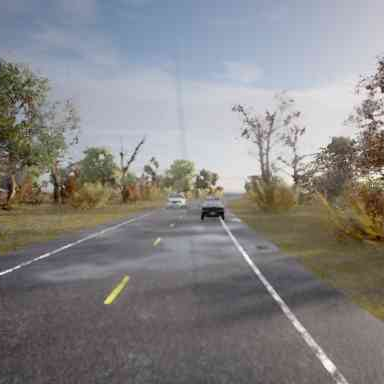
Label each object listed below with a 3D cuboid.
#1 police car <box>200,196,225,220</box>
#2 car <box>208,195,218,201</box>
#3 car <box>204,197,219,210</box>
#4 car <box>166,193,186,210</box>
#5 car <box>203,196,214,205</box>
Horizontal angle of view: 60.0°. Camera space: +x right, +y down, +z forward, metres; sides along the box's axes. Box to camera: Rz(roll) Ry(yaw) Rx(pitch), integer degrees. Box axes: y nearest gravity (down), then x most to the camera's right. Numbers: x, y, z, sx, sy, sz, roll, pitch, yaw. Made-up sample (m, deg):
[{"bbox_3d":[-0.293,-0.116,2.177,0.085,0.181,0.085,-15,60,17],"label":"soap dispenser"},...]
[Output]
[{"bbox_3d":[1.697,1.393,27.731,1.930,1.638,5.238,0,0,3],"label":"police car"},{"bbox_3d":[5.149,1.409,79.933,2.128,1.511,4.902,0,0,8],"label":"car"},{"bbox_3d":[2.618,1.445,43.524,1.882,1.535,5.008,0,0,4],"label":"car"},{"bbox_3d":[-1.990,1.189,43.732,2.150,2.045,5.566,0,0,4],"label":"car"},{"bbox_3d":[3.053,1.526,61.565,1.812,1.442,4.674,0,0,6],"label":"car"}]
